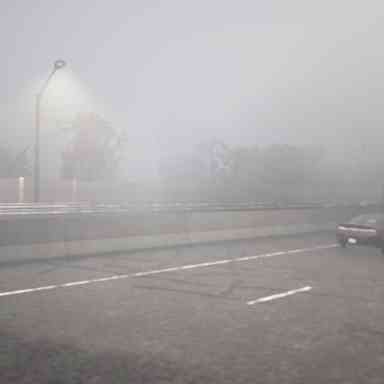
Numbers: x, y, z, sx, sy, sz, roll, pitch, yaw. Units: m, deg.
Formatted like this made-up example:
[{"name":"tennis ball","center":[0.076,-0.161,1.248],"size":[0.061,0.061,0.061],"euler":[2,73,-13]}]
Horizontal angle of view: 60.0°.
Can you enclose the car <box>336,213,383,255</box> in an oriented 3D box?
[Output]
[{"name":"car","center":[7.985,1.638,13.865],"size":[4.902,1.511,2.128],"euler":[1,0,-35]}]
